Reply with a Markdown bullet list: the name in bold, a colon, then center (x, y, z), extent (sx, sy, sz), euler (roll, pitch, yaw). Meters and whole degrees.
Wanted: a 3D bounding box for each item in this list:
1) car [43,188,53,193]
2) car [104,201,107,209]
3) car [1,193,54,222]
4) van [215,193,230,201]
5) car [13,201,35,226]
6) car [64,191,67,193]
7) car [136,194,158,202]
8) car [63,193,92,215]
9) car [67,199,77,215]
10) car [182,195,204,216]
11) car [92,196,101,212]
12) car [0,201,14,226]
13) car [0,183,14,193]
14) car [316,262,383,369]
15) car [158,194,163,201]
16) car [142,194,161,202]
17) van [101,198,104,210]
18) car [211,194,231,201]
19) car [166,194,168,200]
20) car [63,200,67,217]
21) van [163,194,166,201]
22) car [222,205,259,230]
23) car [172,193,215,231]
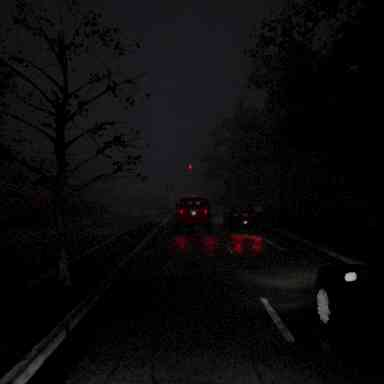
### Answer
- **car**: center (-31.194, -0.121, 72.834), extent (2.435, 2.045, 5.566), euler (6, -3, -19)
- **car**: center (-13.646, 1.573, 44.100), extent (4.553, 1.767, 2.185), euler (-1, 0, -19)
- **car**: center (-13.831, 1.334, 26.037), extent (5.566, 2.045, 2.435), euler (-1, 0, -20)
- **van**: center (7.243, 1.400, 84.513), extent (4.442, 1.987, 1.878), euler (1, 0, -14)
- **car**: center (-13.830, 1.596, 23.032), extent (4.792, 1.488, 2.163), euler (-1, 0, -20)
- **car**: center (-28.199, 0.441, 72.773), extent (2.002, 1.452, 4.674), euler (6, -3, -19)
- **car**: center (-11.483, 1.704, 81.908), extent (4.792, 1.488, 2.163), euler (-1, 0, -15)
- **car**: center (-13.806, 1.390, 35.051), extent (5.566, 2.045, 2.435), euler (-1, 0, -20)
- **car**: center (-13.784, 1.662, 32.053), extent (4.674, 1.452, 2.002), euler (-1, 0, -20)
- **car**: center (0.139, 1.380, 36.285), extent (2.150, 2.045, 5.566), euler (0, 0, 0)
- **car**: center (-13.734, 1.409, 38.087), extent (5.566, 2.045, 2.435), euler (-1, -1, -20)
- **car**: center (-13.813, 1.551, 20.048), extent (4.892, 1.521, 2.231), euler (-1, -1, -20)
- **car**: center (-40.232, -0.687, 72.883), extent (2.231, 1.521, 4.892), euler (6, -3, -19)
- **car**: center (3.098, 1.481, 3.882), extent (1.882, 1.535, 5.008), euler (0, 0, 0)
- **car**: center (-10.840, 1.675, 84.900), extent (5.366, 1.575, 1.946), euler (-1, -1, -15)
- **car**: center (-10.748, 1.570, 87.853), extent (4.553, 1.767, 2.185), euler (-1, -1, -14)
- **van**: center (-13.620, 1.453, 41.123), extent (4.442, 1.987, 1.878), euler (-1, -1, -19)
- **car**: center (7.625, 1.513, 87.483), extent (4.553, 1.767, 2.185), euler (1, 0, -14)
- **car**: center (-10.058, 1.723, 93.864), extent (4.892, 1.521, 2.231), euler (-1, -1, -14)
- **car**: center (-13.972, 1.602, 28.986), extent (5.366, 1.575, 1.946), euler (-1, 0, -20)
- **van**: center (-10.284, 1.481, 90.894), extent (4.442, 1.987, 1.878), euler (-1, -1, -14)
- **car**: center (3.094, 1.558, 21.684), extent (2.128, 1.511, 4.902), euler (0, 0, 0)
- **car**: center (0.091, 1.289, 21.414), extent (2.150, 2.045, 5.566), euler (0, 0, 0)
